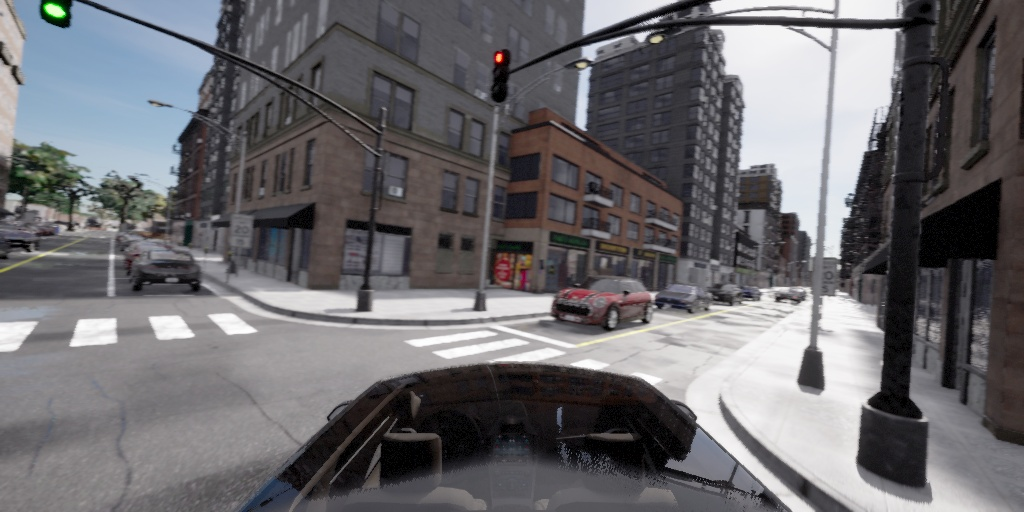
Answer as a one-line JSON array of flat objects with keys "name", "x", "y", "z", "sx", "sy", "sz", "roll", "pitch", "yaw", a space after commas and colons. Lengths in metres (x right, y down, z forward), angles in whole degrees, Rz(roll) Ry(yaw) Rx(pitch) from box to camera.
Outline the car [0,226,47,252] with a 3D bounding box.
[{"name": "car", "x": -31.325, "y": -0.979, "z": 22.518, "sx": 4.718, "sy": 1.301, "sz": 1.895, "roll": 4, "pitch": -1, "yaw": 42}]

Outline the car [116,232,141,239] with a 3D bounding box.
[{"name": "car", "x": -32.926, "y": -1.029, "z": 31.244, "sx": 4.403, "sy": 1.370, "sz": 2.007, "roll": 0, "pitch": 0, "yaw": 42}]

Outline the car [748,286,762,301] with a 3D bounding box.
[{"name": "car", "x": 22.724, "y": 3.575, "z": 34.653, "sx": 1.895, "sy": 1.301, "sz": 4.718, "roll": 4, "pitch": -1, "yaw": 42}]

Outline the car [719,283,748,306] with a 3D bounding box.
[{"name": "car", "x": 16.173, "y": 2.837, "z": 27.336, "sx": 1.882, "sy": 1.535, "sz": 5.008, "roll": 4, "pitch": -1, "yaw": 42}]

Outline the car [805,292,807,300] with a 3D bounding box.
[{"name": "car", "x": 34.360, "y": 4.556, "z": 43.335, "sx": 2.033, "sy": 1.411, "sz": 5.357, "roll": 4, "pitch": -1, "yaw": 41}]

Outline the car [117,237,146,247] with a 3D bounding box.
[{"name": "car", "x": -20.711, "y": -0.161, "z": 20.267, "sx": 4.403, "sy": 1.370, "sz": 2.007, "roll": 0, "pitch": 0, "yaw": 42}]

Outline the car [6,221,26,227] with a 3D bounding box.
[{"name": "car", "x": -46.410, "y": -2.137, "z": 32.578, "sx": 4.313, "sy": 1.339, "sz": 1.948, "roll": 0, "pitch": 0, "yaw": 42}]

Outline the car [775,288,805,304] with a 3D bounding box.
[{"name": "car", "x": 27.526, "y": 3.972, "z": 35.679, "sx": 1.895, "sy": 1.301, "sz": 4.718, "roll": 4, "pitch": -1, "yaw": 42}]

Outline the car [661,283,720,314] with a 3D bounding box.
[{"name": "car", "x": 9.674, "y": 2.295, "z": 20.047, "sx": 2.033, "sy": 1.411, "sz": 5.357, "roll": 4, "pitch": -1, "yaw": 42}]

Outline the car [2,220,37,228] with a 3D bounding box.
[{"name": "car", "x": -50.481, "y": -2.677, "z": 36.238, "sx": 5.009, "sy": 1.841, "sz": 2.192, "roll": 0, "pitch": 0, "yaw": 42}]

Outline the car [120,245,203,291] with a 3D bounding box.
[{"name": "car", "x": -12.567, "y": 0.418, "z": 12.950, "sx": 4.403, "sy": 1.370, "sz": 2.007, "roll": 0, "pitch": 0, "yaw": 42}]

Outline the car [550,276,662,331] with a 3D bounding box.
[{"name": "car", "x": 3.367, "y": 1.502, "z": 12.963, "sx": 2.097, "sy": 1.767, "sz": 4.553, "roll": 4, "pitch": -1, "yaw": 42}]

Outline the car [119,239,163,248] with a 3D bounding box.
[{"name": "car", "x": -16.639, "y": 0.123, "z": 16.608, "sx": 4.507, "sy": 1.381, "sz": 1.888, "roll": 0, "pitch": 0, "yaw": 42}]

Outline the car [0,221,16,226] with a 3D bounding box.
[{"name": "car", "x": -42.339, "y": -1.863, "z": 28.917, "sx": 4.403, "sy": 1.370, "sz": 2.007, "roll": 0, "pitch": 0, "yaw": 42}]

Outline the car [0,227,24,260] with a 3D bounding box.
[{"name": "car", "x": -23.929, "y": -0.507, "z": 15.852, "sx": 5.357, "sy": 1.411, "sz": 2.033, "roll": 4, "pitch": -1, "yaw": 42}]
